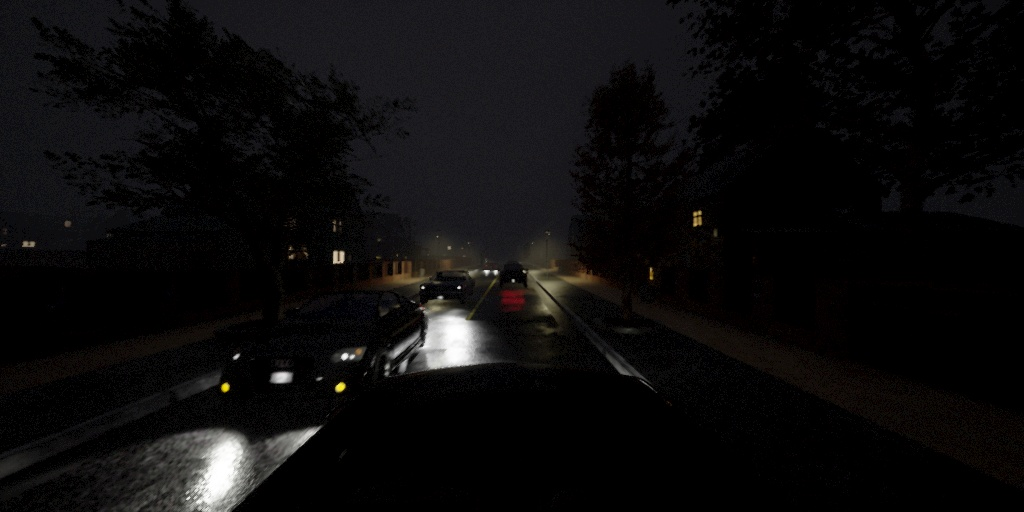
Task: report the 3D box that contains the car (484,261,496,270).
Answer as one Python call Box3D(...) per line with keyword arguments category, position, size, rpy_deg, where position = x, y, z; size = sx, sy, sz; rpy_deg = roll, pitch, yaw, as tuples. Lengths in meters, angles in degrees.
Box3D(category="car", position=(-2.858, 1.334, 50.773), size=(1.994, 1.385, 4.181), rpy_deg=(0, 0, 0))

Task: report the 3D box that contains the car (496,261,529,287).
Box3D(category="car", position=(0.079, 1.250, 24.341), size=(1.837, 1.490, 4.892), rpy_deg=(0, 0, 0))

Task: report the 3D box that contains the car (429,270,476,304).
Box3D(category="car", position=(-2.827, 1.345, 16.474), size=(1.895, 1.301, 4.718), rpy_deg=(0, 0, 0))

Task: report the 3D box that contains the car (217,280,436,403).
Box3D(category="car", position=(-2.847, 1.311, 6.412), size=(1.994, 1.385, 4.181), rpy_deg=(0, 0, 0))
